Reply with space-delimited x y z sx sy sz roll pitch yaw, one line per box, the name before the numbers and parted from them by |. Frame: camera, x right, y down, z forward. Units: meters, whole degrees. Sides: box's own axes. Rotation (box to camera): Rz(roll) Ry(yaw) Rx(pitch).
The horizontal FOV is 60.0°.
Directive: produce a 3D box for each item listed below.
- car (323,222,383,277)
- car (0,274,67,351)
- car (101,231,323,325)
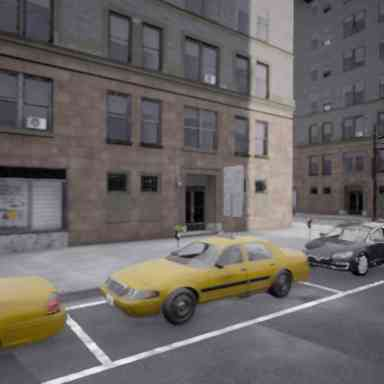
car | 5.299 1.651 10.546 4.403 1.369 2.008 1 0 -36
car | -4.067 1.514 3.863 4.829 1.417 1.752 1 0 -36
car | 0.548 1.569 7.156 4.829 1.417 1.752 1 0 -36
